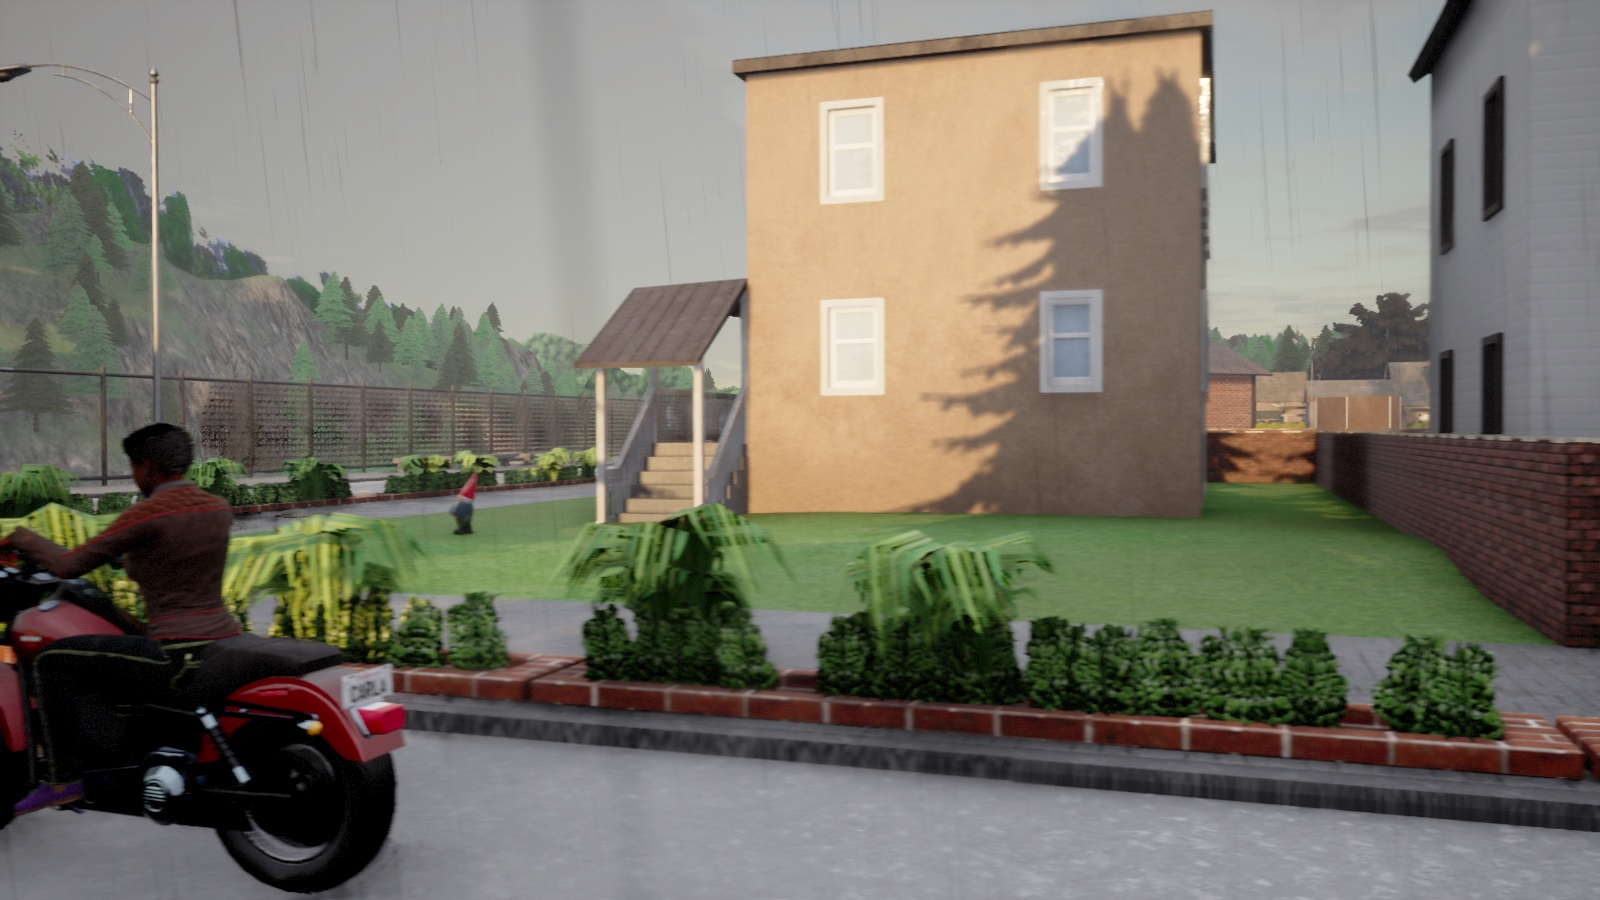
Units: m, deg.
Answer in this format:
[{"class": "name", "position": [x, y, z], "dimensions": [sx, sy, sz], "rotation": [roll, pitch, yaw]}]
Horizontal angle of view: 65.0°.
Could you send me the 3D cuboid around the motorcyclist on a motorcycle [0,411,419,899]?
[{"class": "motorcyclist on a motorcycle", "position": [-2.633, 0.693, 4.607], "dimensions": [2.350, 1.649, 0.766], "rotation": [0, 1, 19]}]
